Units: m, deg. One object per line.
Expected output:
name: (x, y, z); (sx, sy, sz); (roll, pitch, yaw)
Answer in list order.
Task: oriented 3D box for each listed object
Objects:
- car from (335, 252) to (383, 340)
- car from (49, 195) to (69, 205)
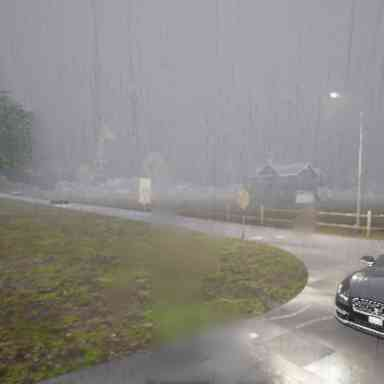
car: (4.651, 1.642, 6.258); (4.892, 1.490, 1.837); (0, 0, -36)
car: (-20.089, 1.172, 50.128); (2.033, 1.411, 5.357); (3, -1, -36)
